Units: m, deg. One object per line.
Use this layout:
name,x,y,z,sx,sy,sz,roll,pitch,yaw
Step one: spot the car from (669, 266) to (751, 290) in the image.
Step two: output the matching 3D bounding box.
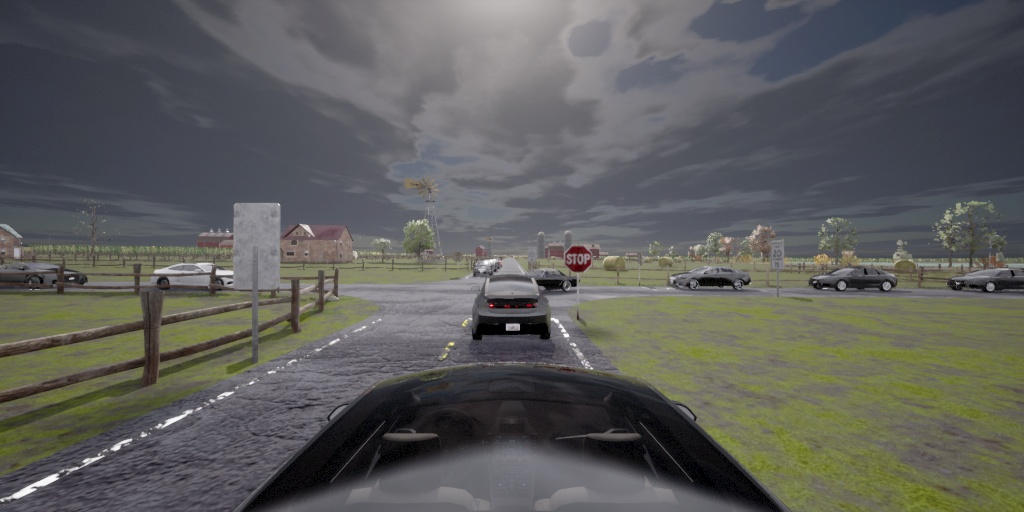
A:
car,12.788,1.396,23.273,4.902,1.511,2.128,1,-1,-2

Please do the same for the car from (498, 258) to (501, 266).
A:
car,-2.874,1.242,46.123,2.128,1.511,4.902,0,0,0

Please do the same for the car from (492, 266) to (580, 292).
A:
car,1.491,1.369,20.039,4.718,1.301,1.895,1,0,-35

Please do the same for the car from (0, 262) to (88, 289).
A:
car,-26.372,1.048,19.813,4.181,1.385,1.994,1,-1,-1

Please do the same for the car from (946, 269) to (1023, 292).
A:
car,31.692,1.587,23.574,4.892,1.490,1.837,1,-1,-1

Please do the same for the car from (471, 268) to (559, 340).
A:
car,-0.078,1.256,9.992,1.837,1.490,4.892,0,0,-2

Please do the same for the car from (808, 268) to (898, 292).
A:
car,22.189,1.499,23.449,4.892,1.490,1.837,1,-1,-1

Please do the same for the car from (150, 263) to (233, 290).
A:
car,-17.252,1.104,19.939,4.674,1.442,1.812,1,-1,-1

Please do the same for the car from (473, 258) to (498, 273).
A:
car,-2.877,1.243,36.677,2.128,1.511,4.902,0,0,0
